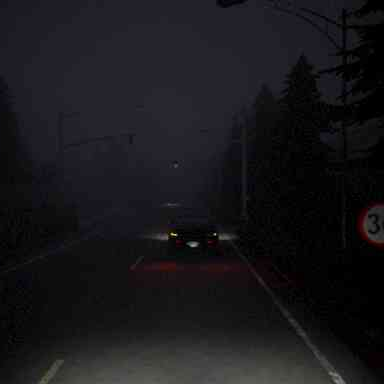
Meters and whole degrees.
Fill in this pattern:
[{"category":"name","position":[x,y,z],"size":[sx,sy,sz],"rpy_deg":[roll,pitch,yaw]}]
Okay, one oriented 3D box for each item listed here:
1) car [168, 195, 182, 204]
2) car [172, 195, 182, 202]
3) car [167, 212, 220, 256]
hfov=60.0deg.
[{"category":"car","position":[-3.518,1.497,64.523],"size":[2.128,1.511,4.902],"rpy_deg":[0,0,0]},{"category":"car","position":[-3.499,1.522,80.004],"size":[2.128,1.511,4.902],"rpy_deg":[0,0,0]},{"category":"car","position":[0.067,1.527,13.063],"size":[1.812,1.442,4.674],"rpy_deg":[0,0,0]}]
